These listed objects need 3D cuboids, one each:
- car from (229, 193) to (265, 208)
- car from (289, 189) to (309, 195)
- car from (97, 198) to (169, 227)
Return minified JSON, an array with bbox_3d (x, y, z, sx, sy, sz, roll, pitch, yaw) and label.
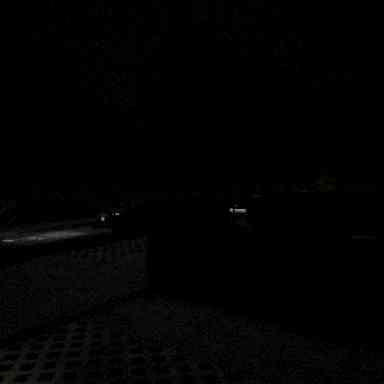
[{"bbox_3d":[5.443,0.782,32.179,2.033,1.411,5.357,0,2,36],"label":"car"},{"bbox_3d":[14.519,0.347,44.809,1.812,1.442,4.674,0,1,36],"label":"car"},{"bbox_3d":[-3.359,1.119,19.806,2.128,1.511,4.902,0,2,35],"label":"car"}]
